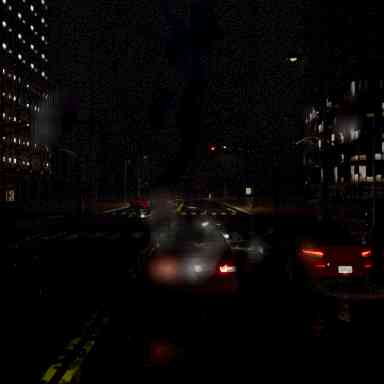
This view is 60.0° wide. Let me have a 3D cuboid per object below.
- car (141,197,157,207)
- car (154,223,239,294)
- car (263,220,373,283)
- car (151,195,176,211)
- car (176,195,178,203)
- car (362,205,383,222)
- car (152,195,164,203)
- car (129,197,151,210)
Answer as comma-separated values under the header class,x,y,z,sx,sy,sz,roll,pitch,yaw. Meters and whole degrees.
class,x,y,z,sx,sy,sz,roll,pitch,yaw
car,-6.706,1.470,52.239,1.812,1.442,4.674,0,0,0
car,0.081,1.544,8.951,2.033,1.411,5.357,0,0,0
car,3.330,1.522,9.537,1.812,1.442,4.674,0,0,0
car,-3.430,1.318,40.700,2.097,1.767,4.553,0,0,0
car,-3.448,1.453,49.589,1.837,1.490,4.892,0,1,0
car,16.065,1.617,26.841,4.181,1.385,1.994,0,0,1
car,-6.717,1.422,65.332,1.837,1.490,4.892,0,0,0
car,-6.687,1.441,42.319,1.882,1.535,5.008,0,0,0
